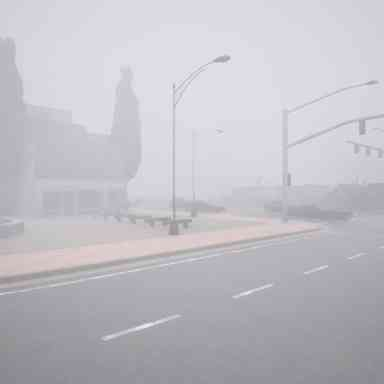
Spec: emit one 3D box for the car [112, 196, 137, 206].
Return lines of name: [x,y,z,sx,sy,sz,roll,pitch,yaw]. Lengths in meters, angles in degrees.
car: [-11.501,1.492,56.806,2.128,1.511,4.902,0,0,-40]

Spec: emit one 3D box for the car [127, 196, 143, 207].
car: [-9.960,1.548,49.513,2.033,1.411,5.357,0,0,-40]

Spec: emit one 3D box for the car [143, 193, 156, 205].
car: [-9.156,1.491,59.667,2.128,1.511,4.902,0,0,-40]

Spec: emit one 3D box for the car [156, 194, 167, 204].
car: [-6.076,1.564,61.450,1.994,1.385,4.181,0,0,-40]

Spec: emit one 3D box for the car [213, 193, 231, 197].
car: [6.859,1.395,69.063,3.806,1.475,1.970,0,0,-42]

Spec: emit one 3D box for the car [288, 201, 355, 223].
car: [9.991,1.601,25.934,1.895,1.301,4.718,0,0,-40]

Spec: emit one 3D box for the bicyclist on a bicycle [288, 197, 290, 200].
bicyclist on a bicycle: [12.886,1.261,44.843,1.656,1.620,0.582,-7,4,-40]

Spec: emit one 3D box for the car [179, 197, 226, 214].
car: [1.264,1.547,36.234,2.033,1.411,5.357,0,0,-40]

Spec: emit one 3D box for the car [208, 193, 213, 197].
car: [4.940,1.156,71.231,3.866,1.878,1.905,0,0,-42]

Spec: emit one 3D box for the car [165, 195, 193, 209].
car: [-1.036,1.478,44.366,1.882,1.535,5.008,0,0,-40]

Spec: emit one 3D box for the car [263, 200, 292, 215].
car: [9.201,1.491,32.281,2.128,1.511,4.902,0,0,-40]

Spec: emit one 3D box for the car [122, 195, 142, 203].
car: [-12.528,1.478,69.004,1.882,1.535,5.008,0,0,-40]

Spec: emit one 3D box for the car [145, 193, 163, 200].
car: [-10.040,1.153,88.044,4.605,1.855,1.932,0,0,-42]
